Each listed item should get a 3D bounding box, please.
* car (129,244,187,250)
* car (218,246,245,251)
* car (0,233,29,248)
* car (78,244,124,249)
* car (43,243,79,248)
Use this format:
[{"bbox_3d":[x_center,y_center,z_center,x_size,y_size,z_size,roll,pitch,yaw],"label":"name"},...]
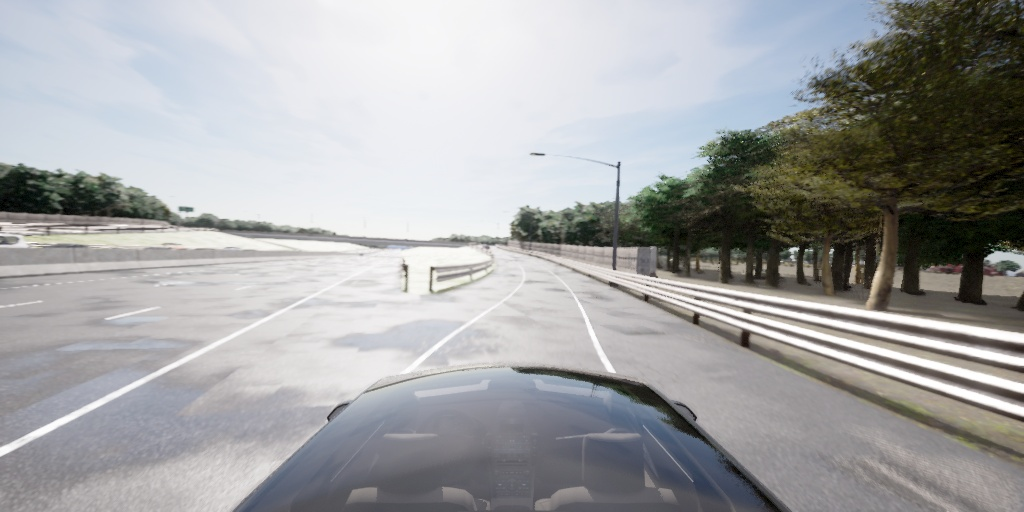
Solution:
[{"bbox_3d":[-34.653,-0.153,35.147,1.837,1.490,4.892,3,0,-17],"label":"car"},{"bbox_3d":[-39.157,-0.679,50.033,1.882,1.535,5.008,3,0,-17],"label":"car"},{"bbox_3d":[-29.824,-0.292,19.433,2.150,2.045,5.566,3,0,-17],"label":"car"},{"bbox_3d":[-38.073,-0.206,34.383,1.895,1.301,4.718,3,0,-17],"label":"car"},{"bbox_3d":[-41.397,-0.451,33.304,1.837,1.490,4.892,3,0,-17],"label":"car"}]
